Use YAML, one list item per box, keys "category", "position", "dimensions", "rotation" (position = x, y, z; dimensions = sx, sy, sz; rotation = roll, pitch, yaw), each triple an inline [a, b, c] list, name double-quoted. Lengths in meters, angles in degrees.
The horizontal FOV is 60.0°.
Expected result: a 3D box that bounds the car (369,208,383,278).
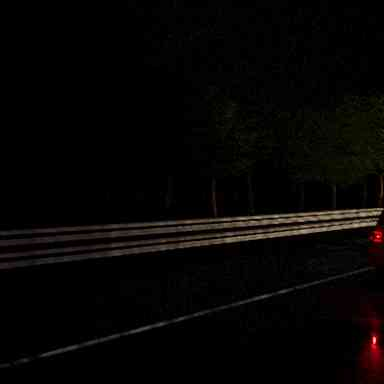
- category: "car"
  position: [6.862, 1.207, 8.686]
  dimensions: [5.566, 2.045, 2.150]
  rotation: [0, 0, -35]
